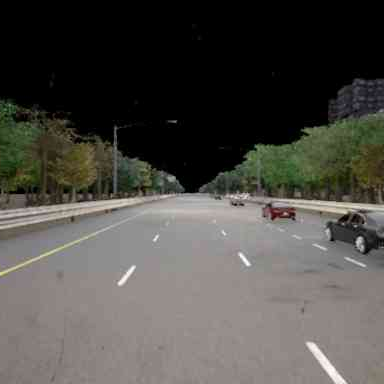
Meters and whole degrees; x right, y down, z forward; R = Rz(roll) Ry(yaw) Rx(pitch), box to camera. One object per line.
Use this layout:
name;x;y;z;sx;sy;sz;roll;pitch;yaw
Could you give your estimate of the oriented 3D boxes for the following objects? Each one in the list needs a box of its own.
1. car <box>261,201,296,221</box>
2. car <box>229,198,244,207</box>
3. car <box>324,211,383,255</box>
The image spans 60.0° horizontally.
car;7.010;1.516;27.351;1.882;1.535;5.008;0;0;0
car;7.083;1.656;53.018;1.895;1.301;4.718;0;0;0
car;6.999;1.512;13.423;1.837;1.490;4.892;0;0;0
